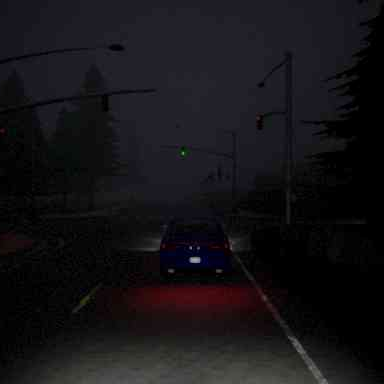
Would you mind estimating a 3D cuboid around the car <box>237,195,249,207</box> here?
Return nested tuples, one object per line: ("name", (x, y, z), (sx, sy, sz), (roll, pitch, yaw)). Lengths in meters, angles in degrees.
("car", (8.851, 1.156, 45.012), (4.605, 1.855, 1.932), (0, 0, -1))

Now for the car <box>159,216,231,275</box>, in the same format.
("car", (0.078, 1.480, 10.453), (1.882, 1.535, 5.008), (0, 0, 0))

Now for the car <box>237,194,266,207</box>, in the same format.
("car", (8.436, 1.159, 47.522), (3.866, 1.878, 1.905), (0, 0, -1))
